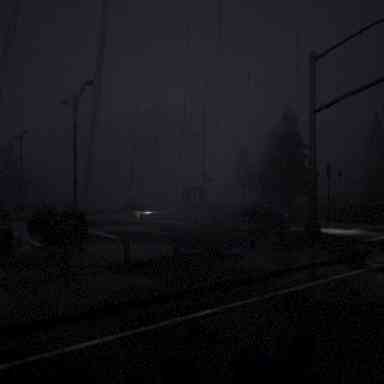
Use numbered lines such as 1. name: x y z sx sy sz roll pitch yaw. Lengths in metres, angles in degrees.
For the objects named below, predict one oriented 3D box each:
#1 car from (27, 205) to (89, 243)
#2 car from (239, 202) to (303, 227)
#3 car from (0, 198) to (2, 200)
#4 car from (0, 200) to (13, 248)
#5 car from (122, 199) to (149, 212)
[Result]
1. car: -6.255 1.341 15.397 2.007 1.523 4.514 0 0 -36
2. car: 5.428 1.498 23.317 2.128 1.511 4.902 0 0 -37
3. car: -21.549 1.375 36.465 1.845 1.501 3.633 0 0 -36
4. car: -8.763 1.331 13.513 2.152 1.636 5.027 0 0 -36
5. car: -6.807 1.570 39.885 1.994 1.385 4.181 0 0 -36
